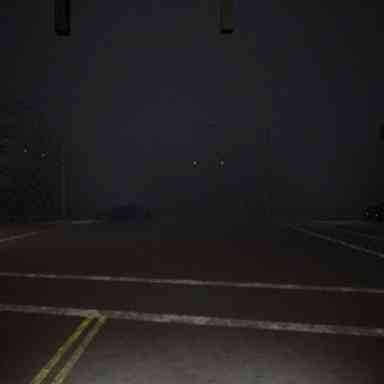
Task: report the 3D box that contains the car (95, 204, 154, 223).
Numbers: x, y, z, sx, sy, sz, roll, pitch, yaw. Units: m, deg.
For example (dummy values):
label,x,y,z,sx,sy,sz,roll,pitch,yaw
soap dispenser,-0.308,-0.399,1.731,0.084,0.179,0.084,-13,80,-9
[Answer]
label,x,y,z,sx,sy,sz,roll,pitch,yaw
car,-5.841,1.821,28.709,5.008,1.535,1.882,0,-1,3

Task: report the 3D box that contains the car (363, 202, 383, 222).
label,x,y,z,sx,sy,sz,roll,pitch,yaw
car,17.396,1.438,27.722,5.566,2.045,2.150,-1,-1,1
